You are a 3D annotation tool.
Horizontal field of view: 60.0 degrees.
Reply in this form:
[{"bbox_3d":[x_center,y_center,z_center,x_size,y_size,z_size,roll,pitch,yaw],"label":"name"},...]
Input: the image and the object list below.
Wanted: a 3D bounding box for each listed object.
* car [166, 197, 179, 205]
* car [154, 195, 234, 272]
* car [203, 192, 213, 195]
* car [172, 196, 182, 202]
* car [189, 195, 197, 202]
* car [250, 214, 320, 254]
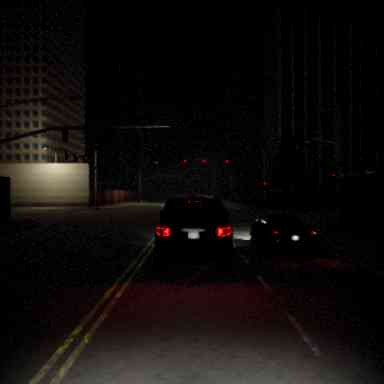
[{"bbox_3d":[-3.384,1.562,59.112,2.033,1.411,5.357,0,0,1],"label":"car"},{"bbox_3d":[0.075,1.217,10.954,2.150,2.045,5.566,0,-1,1],"label":"car"},{"bbox_3d":[3.695,1.102,75.618,2.150,2.045,5.566,0,0,0],"label":"car"},{"bbox_3d":[-3.308,1.507,74.275,1.895,1.301,4.718,0,0,0],"label":"car"},{"bbox_3d":[0.195,1.377,75.597,1.837,1.490,4.892,0,0,0],"label":"car"},{"bbox_3d":[3.601,1.566,13.522,1.994,1.385,4.181,0,0,1],"label":"car"}]
